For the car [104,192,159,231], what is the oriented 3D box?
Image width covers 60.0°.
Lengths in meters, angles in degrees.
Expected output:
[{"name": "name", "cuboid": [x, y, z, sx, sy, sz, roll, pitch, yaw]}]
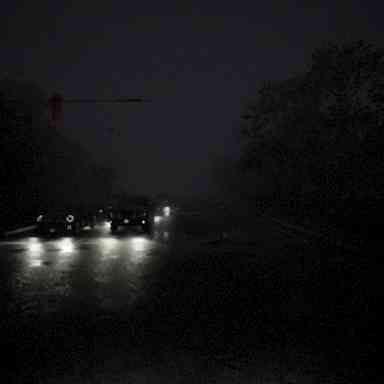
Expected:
[{"name": "car", "cuboid": [-3.600, 1.208, 21.002, 2.150, 2.045, 5.566, 0, 1, 0]}]

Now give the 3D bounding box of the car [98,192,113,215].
[{"name": "car", "cuboid": [-7.098, 1.070, 28.667, 2.150, 2.045, 5.566, 0, 1, 0]}]

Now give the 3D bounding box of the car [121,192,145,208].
[{"name": "car", "cuboid": [-7.074, 0.930, 40.365, 1.882, 1.535, 5.008, 0, 3, 1]}]

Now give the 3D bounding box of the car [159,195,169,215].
[{"name": "car", "cuboid": [-3.595, 1.327, 31.358, 2.033, 1.411, 5.357, 0, 2, 0]}]

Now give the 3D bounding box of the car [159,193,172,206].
[{"name": "car", "cuboid": [-3.588, 0.903, 41.589, 1.837, 1.490, 4.892, 0, 3, 0]}]

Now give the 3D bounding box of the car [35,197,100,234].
[{"name": "car", "cuboid": [-7.101, 1.358, 19.102, 2.097, 1.767, 4.553, 0, 0, 0]}]
